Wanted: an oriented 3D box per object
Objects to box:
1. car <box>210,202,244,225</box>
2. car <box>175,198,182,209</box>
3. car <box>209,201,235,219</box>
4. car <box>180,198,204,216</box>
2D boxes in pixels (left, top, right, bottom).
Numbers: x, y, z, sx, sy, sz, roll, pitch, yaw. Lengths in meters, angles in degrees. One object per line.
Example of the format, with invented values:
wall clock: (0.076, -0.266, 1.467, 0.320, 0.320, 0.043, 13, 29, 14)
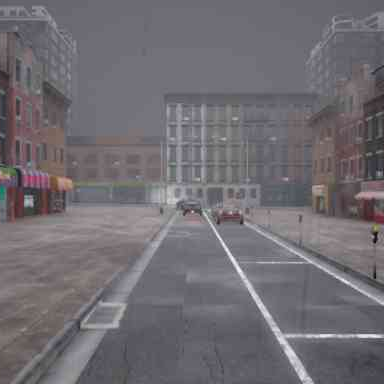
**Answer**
car: (2.628, 1.480, 24.566, 1.967, 1.590, 4.097, 0, 0, 0)
car: (-0.897, 1.570, 44.361, 2.128, 1.511, 4.902, 1, 0, -14)
car: (2.624, 1.601, 30.069, 2.008, 1.369, 4.403, 0, 0, 0)
car: (0.065, 1.561, 33.173, 1.837, 1.490, 4.892, 0, 0, 0)
